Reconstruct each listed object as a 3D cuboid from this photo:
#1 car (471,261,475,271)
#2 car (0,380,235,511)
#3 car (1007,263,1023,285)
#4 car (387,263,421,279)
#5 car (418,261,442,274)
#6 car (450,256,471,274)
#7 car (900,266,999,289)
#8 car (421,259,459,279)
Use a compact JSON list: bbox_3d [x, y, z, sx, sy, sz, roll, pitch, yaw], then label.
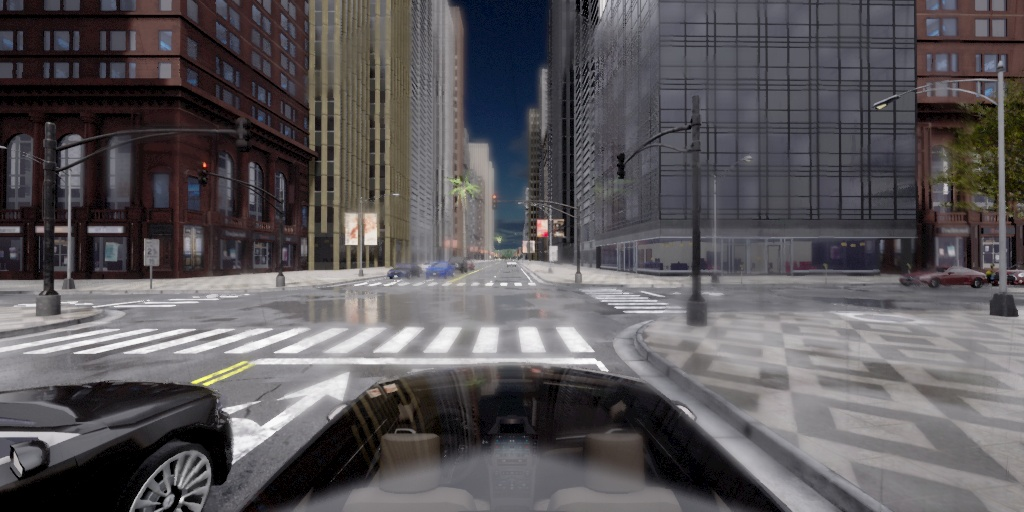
[{"bbox_3d":[-6.657,1.411,53.946,1.812,1.442,4.674,0,0,0],"label":"car"},{"bbox_3d":[-3.138,1.241,0.908,2.128,1.511,4.902,0,0,-1],"label":"car"},{"bbox_3d":[32.073,1.117,22.090,4.097,1.591,1.967,0,0,-1],"label":"car"},{"bbox_3d":[-9.863,1.361,33.518,2.033,1.411,5.357,0,0,3],"label":"car"},{"bbox_3d":[-9.913,1.371,43.705,1.812,1.442,4.674,0,0,0],"label":"car"},{"bbox_3d":[-6.659,1.067,43.656,2.150,2.045,5.566,0,0,0],"label":"car"},{"bbox_3d":[26.435,1.275,21.994,4.207,1.307,1.802,0,0,-1],"label":"car"},{"bbox_3d":[-6.643,1.291,33.548,1.882,1.535,5.008,0,0,2],"label":"car"}]
